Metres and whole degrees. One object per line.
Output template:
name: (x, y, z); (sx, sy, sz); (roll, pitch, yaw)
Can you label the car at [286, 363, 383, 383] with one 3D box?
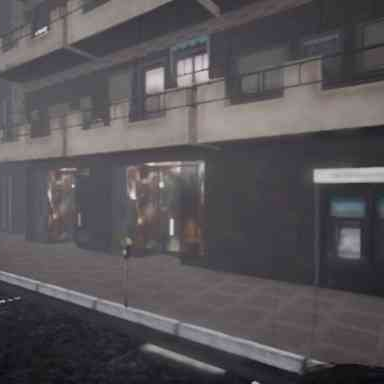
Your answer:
car: (2.225, 1.564, 1.285); (4.313, 1.339, 1.947); (0, 0, 35)
